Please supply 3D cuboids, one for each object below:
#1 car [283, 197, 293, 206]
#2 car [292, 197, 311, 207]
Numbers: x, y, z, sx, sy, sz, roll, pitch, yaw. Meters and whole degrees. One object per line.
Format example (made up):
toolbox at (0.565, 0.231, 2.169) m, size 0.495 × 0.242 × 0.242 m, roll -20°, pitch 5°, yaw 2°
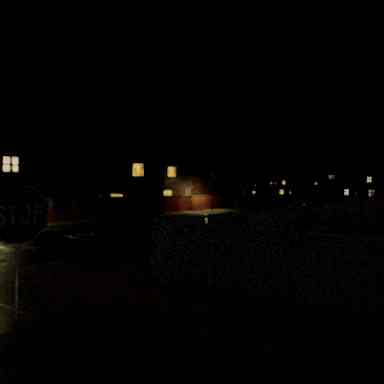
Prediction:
car at (16.632, 1.522, 55.412) m, size 1.812 × 1.442 × 4.674 m, roll 1°, pitch 0°, yaw 2°
car at (15.194, 1.598, 45.495) m, size 1.994 × 1.385 × 4.181 m, roll 1°, pitch 0°, yaw 16°
